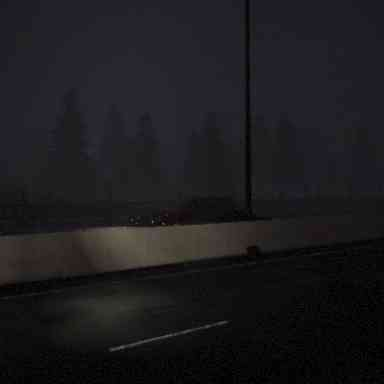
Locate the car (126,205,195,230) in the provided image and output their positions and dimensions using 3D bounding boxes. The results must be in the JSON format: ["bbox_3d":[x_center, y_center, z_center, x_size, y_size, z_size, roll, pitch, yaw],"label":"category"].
[{"bbox_3d":[-2.133,1.646,22.502,4.181,1.385,1.994,0,0,-30],"label":"car"}]

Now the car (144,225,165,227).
[{"bbox_3d":[0.213,1.282,19.815,5.566,2.045,2.150,0,0,-30],"label":"car"}]

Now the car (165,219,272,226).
[{"bbox_3d":[1.642,1.590,16.598,5.357,1.411,2.033,0,0,-30],"label":"car"}]
